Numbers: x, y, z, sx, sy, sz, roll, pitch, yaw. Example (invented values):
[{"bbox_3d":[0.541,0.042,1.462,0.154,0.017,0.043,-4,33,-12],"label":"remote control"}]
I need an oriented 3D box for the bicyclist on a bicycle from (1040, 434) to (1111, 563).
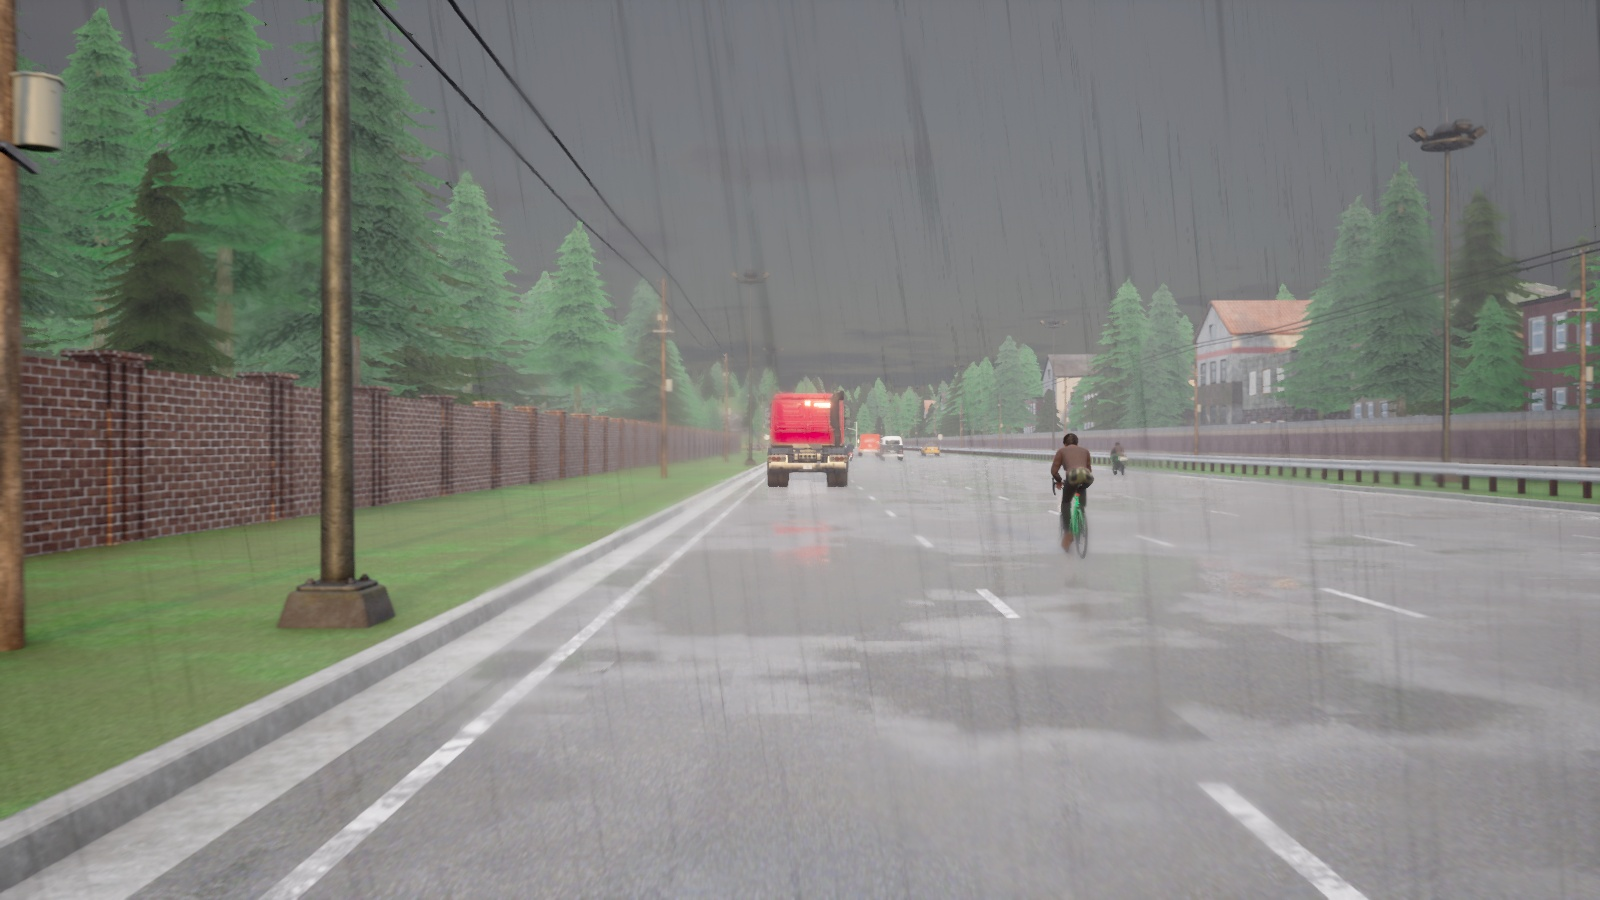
[{"bbox_3d":[3.610,0.609,16.590,0.582,1.620,1.656,0,0,0],"label":"bicyclist on a bicycle"}]

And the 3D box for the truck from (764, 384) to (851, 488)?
[{"bbox_3d":[0.276,-0.492,45.592,2.891,3.462,7.936,0,0,0],"label":"truck"}]

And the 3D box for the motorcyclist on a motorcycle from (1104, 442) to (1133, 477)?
[{"bbox_3d":[14.338,0.422,56.523,0.797,1.523,2.044,0,0,0],"label":"motorcyclist on a motorcycle"}]
